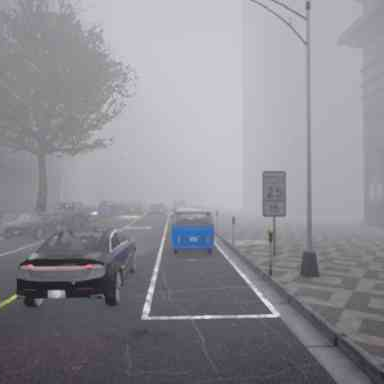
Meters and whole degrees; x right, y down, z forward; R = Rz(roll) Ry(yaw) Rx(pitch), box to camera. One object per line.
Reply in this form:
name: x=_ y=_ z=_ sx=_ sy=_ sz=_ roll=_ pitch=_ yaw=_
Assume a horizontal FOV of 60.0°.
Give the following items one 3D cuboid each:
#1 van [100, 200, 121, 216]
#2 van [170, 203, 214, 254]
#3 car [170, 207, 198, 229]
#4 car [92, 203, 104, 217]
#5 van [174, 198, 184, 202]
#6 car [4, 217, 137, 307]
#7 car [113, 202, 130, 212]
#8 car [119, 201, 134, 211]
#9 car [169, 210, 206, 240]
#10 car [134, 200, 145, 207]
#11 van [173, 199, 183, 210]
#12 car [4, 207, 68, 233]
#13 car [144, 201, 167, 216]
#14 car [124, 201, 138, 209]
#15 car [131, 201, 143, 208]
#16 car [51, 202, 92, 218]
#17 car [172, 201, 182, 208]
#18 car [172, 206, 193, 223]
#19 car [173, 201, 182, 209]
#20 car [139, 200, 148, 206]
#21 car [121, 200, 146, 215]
van: x=-10.016 y=1.891 z=39.864 sx=1.690 sy=1.788 sz=3.998 roll=0 pitch=-1 yaw=-3
van: x=-0.046 y=1.528 z=14.041 sx=1.690 sy=1.788 sz=3.998 roll=0 pitch=-1 yaw=-3
car: x=-0.646 y=1.883 z=24.846 sx=1.887 sy=1.381 sz=4.507 roll=0 pitch=-1 yaw=-3
car: x=-9.431 y=1.949 z=29.301 sx=2.008 sy=1.369 sz=4.403 roll=0 pitch=-1 yaw=-3
van: x=-1.843 y=1.990 z=46.467 sx=1.690 sy=1.788 sz=3.998 roll=0 pitch=-1 yaw=-3
car: x=-2.493 y=1.597 z=8.220 sx=2.128 sy=1.511 sz=4.902 roll=0 pitch=-1 yaw=-3
car: x=-10.602 y=2.269 z=50.421 sx=1.947 sy=1.339 sz=4.313 roll=0 pitch=-1 yaw=-3
car: x=-10.885 y=2.303 z=55.533 sx=1.752 sy=1.417 sz=4.829 roll=0 pitch=-1 yaw=-3
car: x=-0.346 y=1.829 z=19.442 sx=1.947 sy=1.339 sz=4.313 roll=0 pitch=-1 yaw=-3
car: x=-12.034 y=2.628 z=76.274 sx=1.887 sy=1.381 sz=4.507 roll=0 pitch=-1 yaw=-3
van: x=-2.443 y=2.147 z=57.276 sx=1.690 sy=1.788 sz=3.998 roll=0 pitch=-1 yaw=-3
car: x=-8.845 y=1.794 z=18.740 sx=1.887 sy=1.381 sz=4.507 roll=0 pitch=-1 yaw=-3
car: x=-4.153 y=2.090 z=39.183 sx=2.033 sy=1.411 sz=5.357 roll=0 pitch=-1 yaw=-3
car: x=-11.187 y=2.408 z=60.983 sx=2.008 sy=1.369 sz=4.403 roll=0 pitch=-1 yaw=-3
car: x=-11.733 y=2.553 z=70.839 sx=2.008 sy=1.369 sz=4.403 roll=0 pitch=-1 yaw=-3
car: x=-9.137 y=1.638 z=24.024 sx=2.192 sy=1.841 sz=5.009 roll=0 pitch=-1 yaw=-3
car: x=-3.042 y=2.531 z=68.081 sx=1.947 sy=1.339 sz=4.313 roll=0 pitch=-1 yaw=-3
car: x=-0.946 y=1.997 z=30.251 sx=1.802 sy=1.307 sz=4.206 roll=0 pitch=-1 yaw=-3
car: x=-2.752 y=2.413 z=62.847 sx=1.752 sy=1.417 sz=4.829 roll=0 pitch=-1 yaw=-3
car: x=-12.637 y=2.797 z=87.145 sx=2.008 sy=1.369 sz=4.403 roll=0 pitch=-1 yaw=-3
car: x=-7.436 y=2.091 z=43.197 sx=2.128 sy=1.511 sz=4.902 roll=0 pitch=-1 yaw=-3
